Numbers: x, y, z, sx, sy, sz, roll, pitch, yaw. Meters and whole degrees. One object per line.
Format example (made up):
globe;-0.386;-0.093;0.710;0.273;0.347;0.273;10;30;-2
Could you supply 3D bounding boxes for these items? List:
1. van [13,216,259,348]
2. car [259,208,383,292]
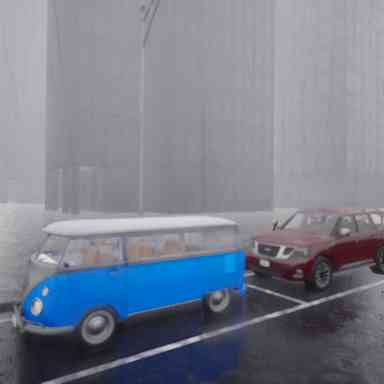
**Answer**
van;-0.854;1.366;6.038;3.998;1.788;1.690;1;0;-35
car;3.768;1.393;9.335;5.009;1.841;2.192;1;0;-35
